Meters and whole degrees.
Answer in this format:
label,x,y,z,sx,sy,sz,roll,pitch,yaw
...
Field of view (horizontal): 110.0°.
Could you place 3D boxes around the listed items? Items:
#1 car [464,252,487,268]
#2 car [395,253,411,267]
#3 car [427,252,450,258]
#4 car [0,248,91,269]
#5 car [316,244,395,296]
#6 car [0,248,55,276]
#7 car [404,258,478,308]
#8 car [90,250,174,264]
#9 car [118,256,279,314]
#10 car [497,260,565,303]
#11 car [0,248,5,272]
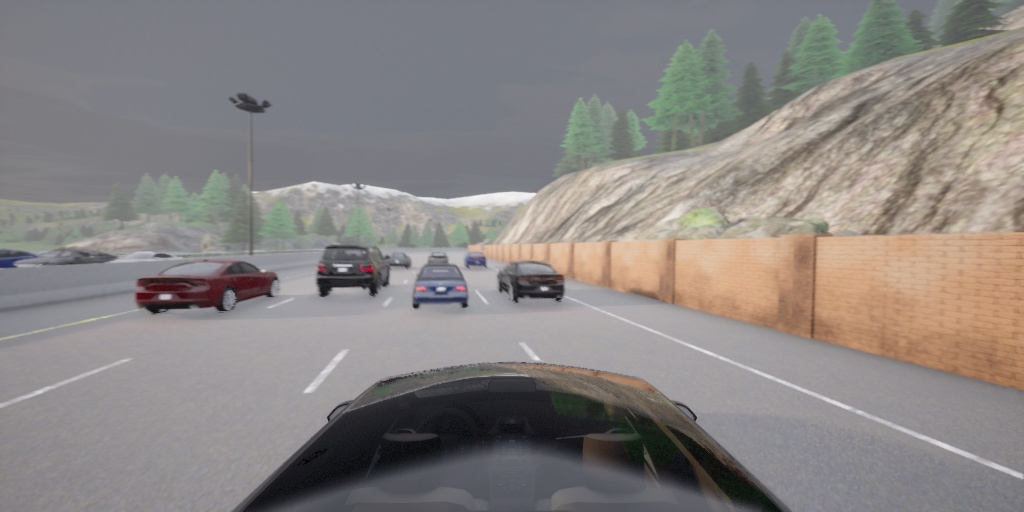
label,x,y,z,sx,sy,sz,roll,pitch,yaw
car,-3.646,0.345,35.134,1.882,1.535,5.008,1,1,-12
car,-10.357,0.385,33.021,1.994,1.385,4.181,1,1,-12
car,-6.757,0.368,32.916,2.128,1.511,4.902,1,1,-12
car,-25.939,0.379,21.089,2.128,1.511,4.902,1,1,-12
car,-6.738,0.524,15.736,2.150,2.045,5.566,1,1,-12
car,-29.289,0.343,20.014,1.882,1.535,5.008,1,1,-12
car,-2.641,0.973,13.231,2.033,1.411,5.357,1,1,-12
car,-22.586,0.436,22.146,1.812,1.442,4.674,1,1,-12
car,-9.478,0.840,11.710,1.882,1.535,5.008,1,1,-12
car,0.608,0.912,14.780,1.882,1.535,5.008,1,1,-12
car,-32.945,0.307,20.406,1.837,1.490,4.892,1,1,-12
